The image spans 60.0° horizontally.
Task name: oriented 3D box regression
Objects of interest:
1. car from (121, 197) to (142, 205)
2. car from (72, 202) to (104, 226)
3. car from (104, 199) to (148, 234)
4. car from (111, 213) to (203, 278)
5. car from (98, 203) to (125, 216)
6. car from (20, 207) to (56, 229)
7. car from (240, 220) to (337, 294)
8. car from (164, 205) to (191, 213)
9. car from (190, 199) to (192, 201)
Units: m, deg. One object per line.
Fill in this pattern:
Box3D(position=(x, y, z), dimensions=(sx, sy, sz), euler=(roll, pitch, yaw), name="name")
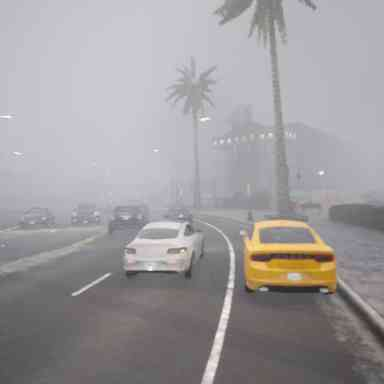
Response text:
Box3D(position=(-13.738, 1.976, 74.922), dimensions=(4.553, 1.767, 2.185), euler=(-1, 0, 40), name="car")
Box3D(position=(-8.489, 1.681, 27.033), dimensions=(2.097, 1.767, 4.553), euler=(-1, 0, -14), name="car")
Box3D(position=(-3.945, 1.557, 21.200), dimensions=(2.097, 1.767, 4.553), euler=(-1, 0, -4), name="car")
Box3D(position=(-0.711, 1.602, 10.329), dimensions=(1.812, 1.442, 4.674), euler=(-1, 0, 7), name="car")
Box3D(position=(-9.586, 2.025, 39.215), dimensions=(1.895, 1.301, 4.718), euler=(-1, 0, -30), name="car")
Box3D(position=(-11.712, 1.909, 25.558), dimensions=(1.812, 1.442, 4.674), euler=(-1, 0, -13), name="car")
Box3D(position=(2.319, 1.485, 8.858), dimensions=(1.882, 1.535, 5.008), euler=(-1, 0, 8), name="car")
Box3D(position=(-1.175, 1.746, 26.316), dimensions=(1.994, 1.385, 4.181), euler=(-1, 0, -10), name="car")
Box3D(position=(-2.252, 2.156, 88.915), dimensions=(4.718, 1.301, 1.895), euler=(-1, 0, 40), name="car")
